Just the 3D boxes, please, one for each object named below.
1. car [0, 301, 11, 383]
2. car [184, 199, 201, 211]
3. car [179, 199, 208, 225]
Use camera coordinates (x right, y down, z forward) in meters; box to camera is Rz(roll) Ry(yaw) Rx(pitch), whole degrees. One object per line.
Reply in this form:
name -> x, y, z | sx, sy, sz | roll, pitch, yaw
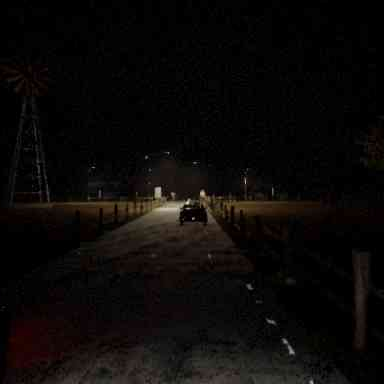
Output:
car -> -2.841, 1.505, 1.602 | 1.837, 1.490, 4.892 | 0, 0, 0
car -> 0.097, 1.589, 42.466 | 2.033, 1.411, 5.357 | 0, 0, 0
car -> 0.097, 1.516, 24.057 | 2.128, 1.511, 4.902 | 0, 0, 0
